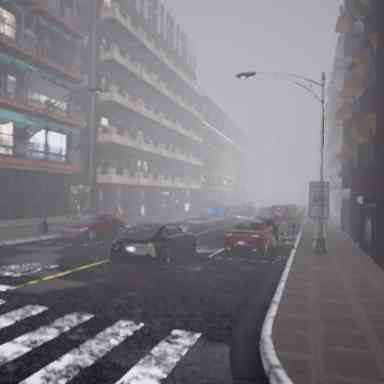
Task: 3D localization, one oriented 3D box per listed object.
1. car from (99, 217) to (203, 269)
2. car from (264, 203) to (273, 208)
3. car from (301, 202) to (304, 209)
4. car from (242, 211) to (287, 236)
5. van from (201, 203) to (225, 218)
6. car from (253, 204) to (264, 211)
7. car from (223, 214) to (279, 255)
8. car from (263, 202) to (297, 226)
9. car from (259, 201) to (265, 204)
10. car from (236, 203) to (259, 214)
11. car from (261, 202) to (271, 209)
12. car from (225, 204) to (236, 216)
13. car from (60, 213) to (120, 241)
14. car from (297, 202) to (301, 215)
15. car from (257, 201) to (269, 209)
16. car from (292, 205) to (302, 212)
[{"bbox_3d":[-1.233,1.786,12.185,1.994,1.385,4.181,1,-1,20],"label":"car"},{"bbox_3d":[21.267,3.787,92.364,1.947,1.339,4.313,0,-1,20],"label":"car"},{"bbox_3d":[19.654,3.089,62.853,1.967,1.590,4.097,0,-1,20],"label":"car"},{"bbox_3d":[4.457,2.072,20.178,1.947,1.339,4.313,0,-1,20],"label":"car"},{"bbox_3d":[2.308,2.124,39.017,1.690,1.788,3.998,0,-1,20],"label":"van"},{"bbox_3d":[9.194,2.525,41.314,1.812,1.442,4.674,1,-1,20],"label":"car"},{"bbox_3d":[2.673,1.918,15.167,1.887,1.381,4.507,0,-1,20],"label":"car"},{"bbox_3d":[8.259,2.105,30.851,2.192,1.841,5.009,0,-1,20],"label":"car"},{"bbox_3d":[15.569,3.338,76.362,2.008,1.369,4.403,0,-1,20],"label":"car"},{"bbox_3d":[7.746,2.599,46.344,2.033,1.411,5.357,1,-1,20],"label":"car"},{"bbox_3d":[19.369,3.516,87.032,1.967,1.590,4.097,0,-1,20],"label":"car"},{"bbox_3d":[4.204,2.508,44.346,1.802,1.307,4.206,0,-1,20],"label":"car"},{"bbox_3d":[-5.188,1.805,17.972,1.802,1.307,4.206,0,-1,20],"label":"car"},{"bbox_3d":[12.058,2.391,41.520,2.192,1.841,5.009,0,-1,20],"label":"car"},{"bbox_3d":[17.472,3.247,81.701,2.192,1.841,5.009,0,-1,20],"label":"car"},{"bbox_3d":[21.609,3.323,68.345,1.752,1.417,4.829,0,-1,20],"label":"car"}]
